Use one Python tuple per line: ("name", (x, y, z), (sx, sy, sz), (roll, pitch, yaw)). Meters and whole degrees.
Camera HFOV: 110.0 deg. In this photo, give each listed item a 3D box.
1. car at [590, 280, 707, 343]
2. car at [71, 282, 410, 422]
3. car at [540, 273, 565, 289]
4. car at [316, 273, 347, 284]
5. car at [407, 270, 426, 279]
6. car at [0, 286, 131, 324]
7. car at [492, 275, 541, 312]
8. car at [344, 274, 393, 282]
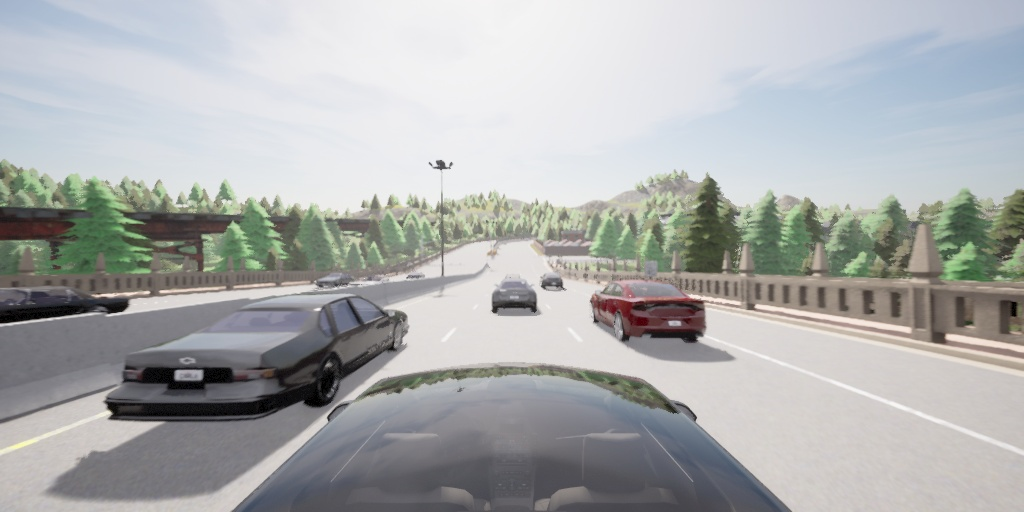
("car", (3.600, 1.423, 10.398), (1.882, 1.535, 5.008), (0, -2, 0))
("car", (-3.400, 1.364, 6.279), (2.033, 1.411, 5.357), (0, -1, 0))
("car", (3.603, 2.279, 33.052), (1.812, 1.442, 4.674), (0, -2, 0))
("car", (-17.501, 2.407, 36.037), (2.033, 1.411, 5.357), (0, -2, 0))
("car", (-13.994, 2.806, 52.667), (1.994, 1.385, 4.181), (0, -2, 0))
("car", (-14.082, 1.544, 10.075), (1.895, 1.301, 4.718), (0, -2, 0))
("car", (0.102, 1.742, 16.765), (1.994, 1.385, 4.181), (0, -2, 0))
("car", (-10.538, 2.152, 27.299), (1.895, 1.301, 4.718), (0, -2, 0))
